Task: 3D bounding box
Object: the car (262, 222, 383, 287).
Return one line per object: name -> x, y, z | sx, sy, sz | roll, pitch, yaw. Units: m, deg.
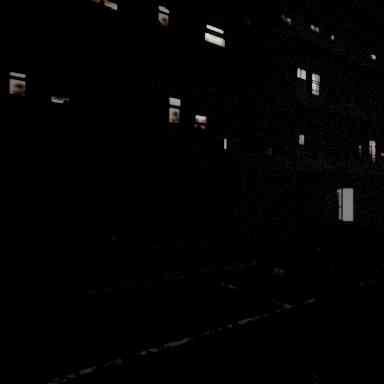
car -> 3.884, 1.565, 9.357 | 4.313, 1.339, 1.947 | 0, 0, -36
